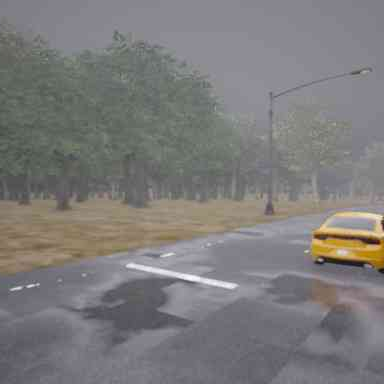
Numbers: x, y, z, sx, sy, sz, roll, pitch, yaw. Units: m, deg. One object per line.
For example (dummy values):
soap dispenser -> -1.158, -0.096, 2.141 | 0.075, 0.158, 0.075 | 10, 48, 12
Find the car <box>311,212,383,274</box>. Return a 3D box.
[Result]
car -> 5.296, 1.382, 10.525 | 1.882, 1.535, 5.008 | 1, 1, 36
